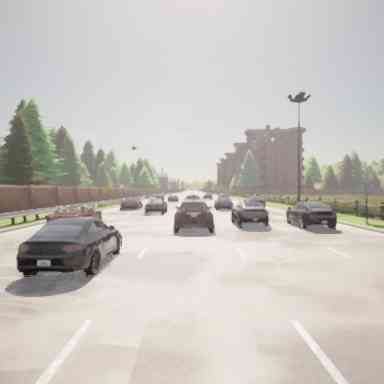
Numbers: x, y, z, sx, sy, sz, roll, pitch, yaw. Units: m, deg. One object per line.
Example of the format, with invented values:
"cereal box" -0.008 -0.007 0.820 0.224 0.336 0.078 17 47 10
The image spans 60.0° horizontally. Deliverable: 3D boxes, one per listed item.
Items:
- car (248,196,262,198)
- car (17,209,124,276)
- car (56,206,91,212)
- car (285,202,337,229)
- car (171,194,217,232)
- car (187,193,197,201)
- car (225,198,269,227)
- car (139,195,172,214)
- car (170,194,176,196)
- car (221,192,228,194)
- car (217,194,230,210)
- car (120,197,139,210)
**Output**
"car" 7.093 1.241 37.591 1.837 1.490 4.892 0 0 0
"car" -3.414 1.455 9.951 1.812 1.442 4.674 0 0 0
"car" -6.903 1.460 20.017 1.895 1.301 4.718 0 0 0
"car" 7.097 1.362 20.225 1.837 1.490 4.892 0 0 0
"car" 0.098 1.217 19.092 2.097 1.767 4.553 0 0 0
"car" -0.025 1.019 72.434 2.128 1.511 4.902 0 0 0
"car" 3.597 1.342 21.223 2.128 1.511 4.902 0 0 0
"car" -3.405 1.323 32.083 2.033 1.411 5.357 0 0 0
"car" -3.507 1.133 61.553 1.994 1.385 4.181 0 0 0
"car" 6.975 0.848 72.437 2.097 1.767 4.553 0 0 0
"car" 3.594 1.296 38.162 1.994 1.385 4.181 0 0 0
"car" -6.905 1.296 38.276 1.994 1.385 4.181 0 0 0
